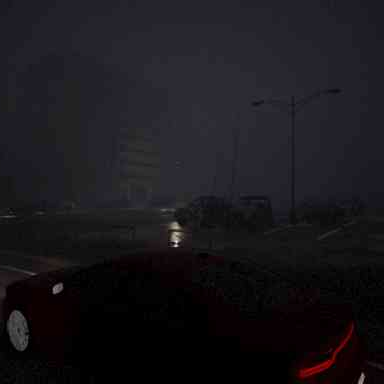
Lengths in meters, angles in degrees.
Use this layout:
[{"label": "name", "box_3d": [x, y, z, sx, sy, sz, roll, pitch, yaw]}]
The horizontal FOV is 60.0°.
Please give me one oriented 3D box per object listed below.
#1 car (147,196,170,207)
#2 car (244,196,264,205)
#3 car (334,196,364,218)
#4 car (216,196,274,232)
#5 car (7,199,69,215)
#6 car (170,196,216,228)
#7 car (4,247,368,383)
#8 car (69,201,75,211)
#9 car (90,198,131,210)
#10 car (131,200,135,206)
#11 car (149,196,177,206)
[{"label": "car", "box_3d": [-4.715, 1.492, 50.239, 2.128, 1.511, 4.902, 0, 0, 34]}, {"label": "car", "box_3d": [11.491, 1.526, 61.506, 1.812, 1.442, 4.674, 0, 0, 34]}, {"label": "car", "box_3d": [15.329, 1.395, 32.023, 1.970, 1.475, 3.806, 0, 0, 34]}, {"label": "car", "box_3d": [3.306, 1.156, 19.066, 1.905, 1.878, 3.866, 0, 0, 34]}, {"label": "car", "box_3d": [-15.730, 1.547, 33.846, 2.033, 1.411, 5.357, 0, 0, 34]}, {"label": "car", "box_3d": [0.939, 1.153, 20.732, 1.932, 1.855, 4.605, 0, 0, 34]}, {"label": "car", "box_3d": [-0.533, 1.478, 4.369, 5.008, 1.535, 1.882, 0, 0, 35]}, {"label": "car", "box_3d": [-16.182, 1.526, 39.434, 1.812, 1.442, 4.674, 0, 0, 34]}, {"label": "car", "box_3d": [-10.388, 1.601, 41.808, 1.895, 1.301, 4.718, 0, 0, 34]}, {"label": "car", "box_3d": [-10.521, 1.547, 47.890, 2.033, 1.411, 5.357, 0, 0, 33]}, {"label": "car", "box_3d": [-4.815, 1.491, 56.327, 2.128, 1.511, 4.902, 0, 0, 34]}]
